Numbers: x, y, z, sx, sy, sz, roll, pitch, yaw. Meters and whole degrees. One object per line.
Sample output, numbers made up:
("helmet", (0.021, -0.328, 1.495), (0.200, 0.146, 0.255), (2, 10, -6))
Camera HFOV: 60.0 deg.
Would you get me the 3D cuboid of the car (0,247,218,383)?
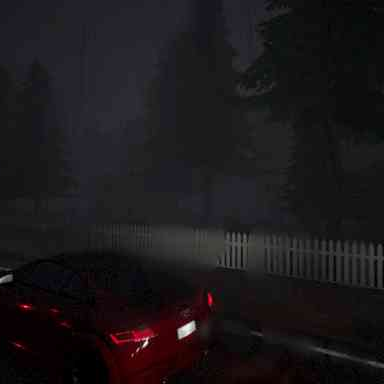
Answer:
("car", (-1.709, 1.564, 4.996), (4.181, 1.385, 1.994), (0, 0, 35))
